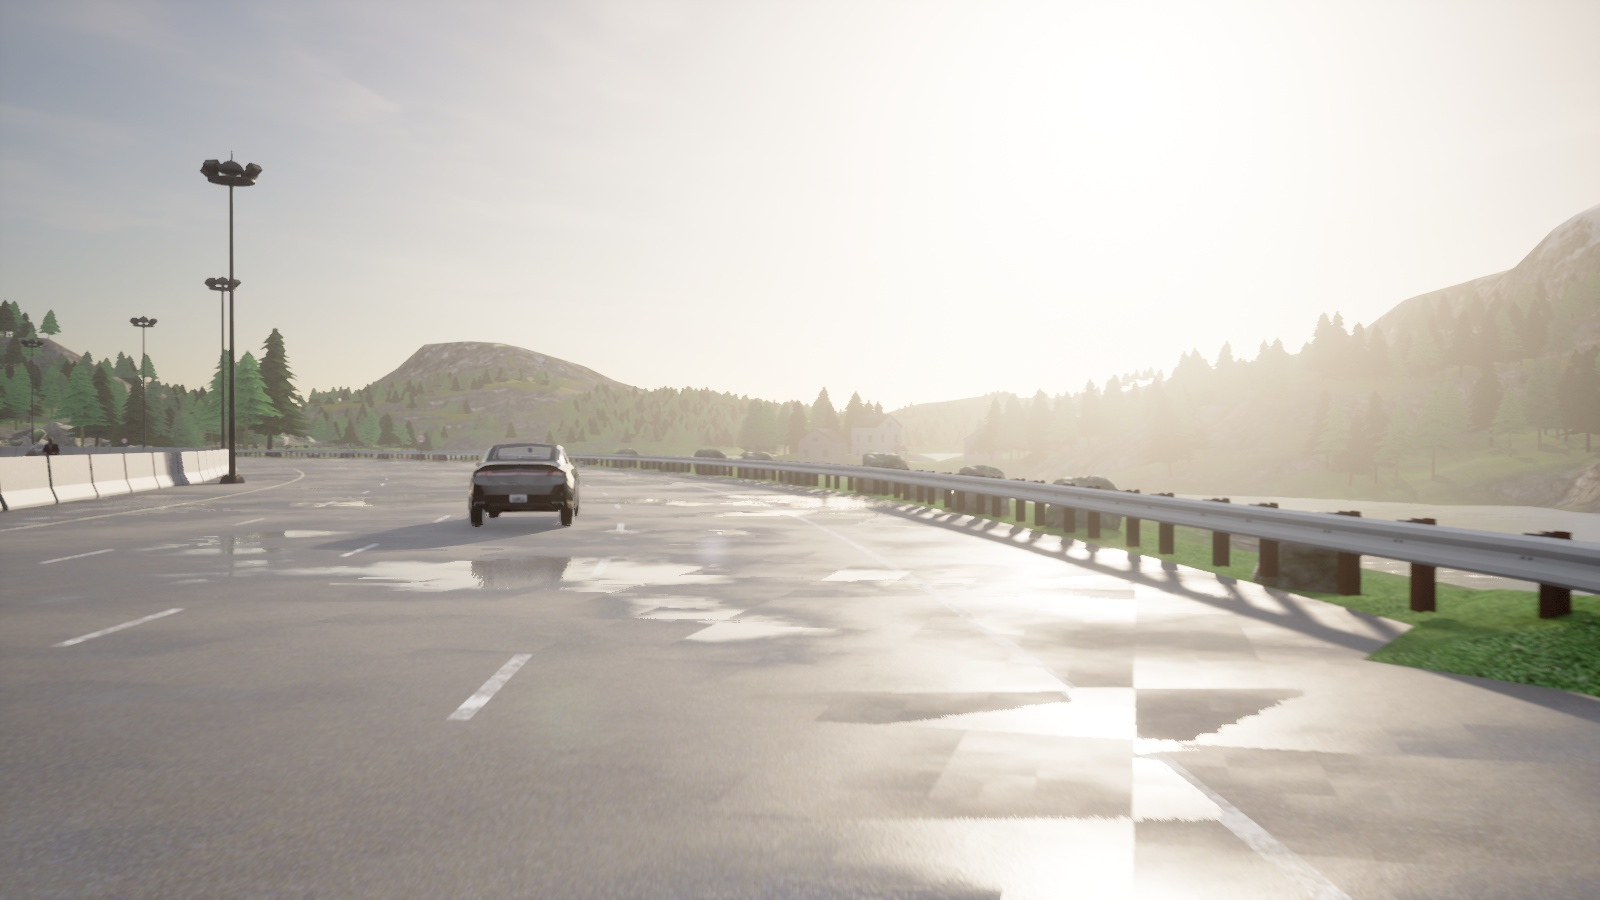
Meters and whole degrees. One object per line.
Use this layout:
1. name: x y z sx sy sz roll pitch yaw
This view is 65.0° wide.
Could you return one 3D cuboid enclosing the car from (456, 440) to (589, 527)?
1. car: -5.224 0.563 24.232 2.128 1.511 4.902 0 0 -8
